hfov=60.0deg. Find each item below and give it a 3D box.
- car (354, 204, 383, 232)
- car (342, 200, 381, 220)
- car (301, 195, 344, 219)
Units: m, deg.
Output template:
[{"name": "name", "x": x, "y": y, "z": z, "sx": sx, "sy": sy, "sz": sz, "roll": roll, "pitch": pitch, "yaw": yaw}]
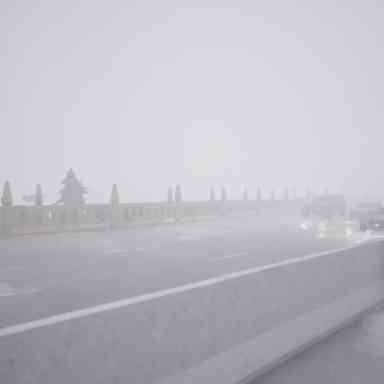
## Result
[{"name": "car", "x": 11.191, "y": 1.587, "z": 19.036, "sx": 1.994, "sy": 1.385, "sz": 4.181, "roll": 0, "pitch": 0, "yaw": 45}, {"name": "car", "x": 14.416, "y": 1.541, "z": 27.266, "sx": 1.837, "sy": 1.490, "sz": 4.892, "roll": 0, "pitch": 0, "yaw": 45}, {"name": "car", "x": 11.878, "y": 1.272, "z": 29.680, "sx": 2.150, "sy": 2.045, "sz": 5.566, "roll": 0, "pitch": 0, "yaw": 45}]
